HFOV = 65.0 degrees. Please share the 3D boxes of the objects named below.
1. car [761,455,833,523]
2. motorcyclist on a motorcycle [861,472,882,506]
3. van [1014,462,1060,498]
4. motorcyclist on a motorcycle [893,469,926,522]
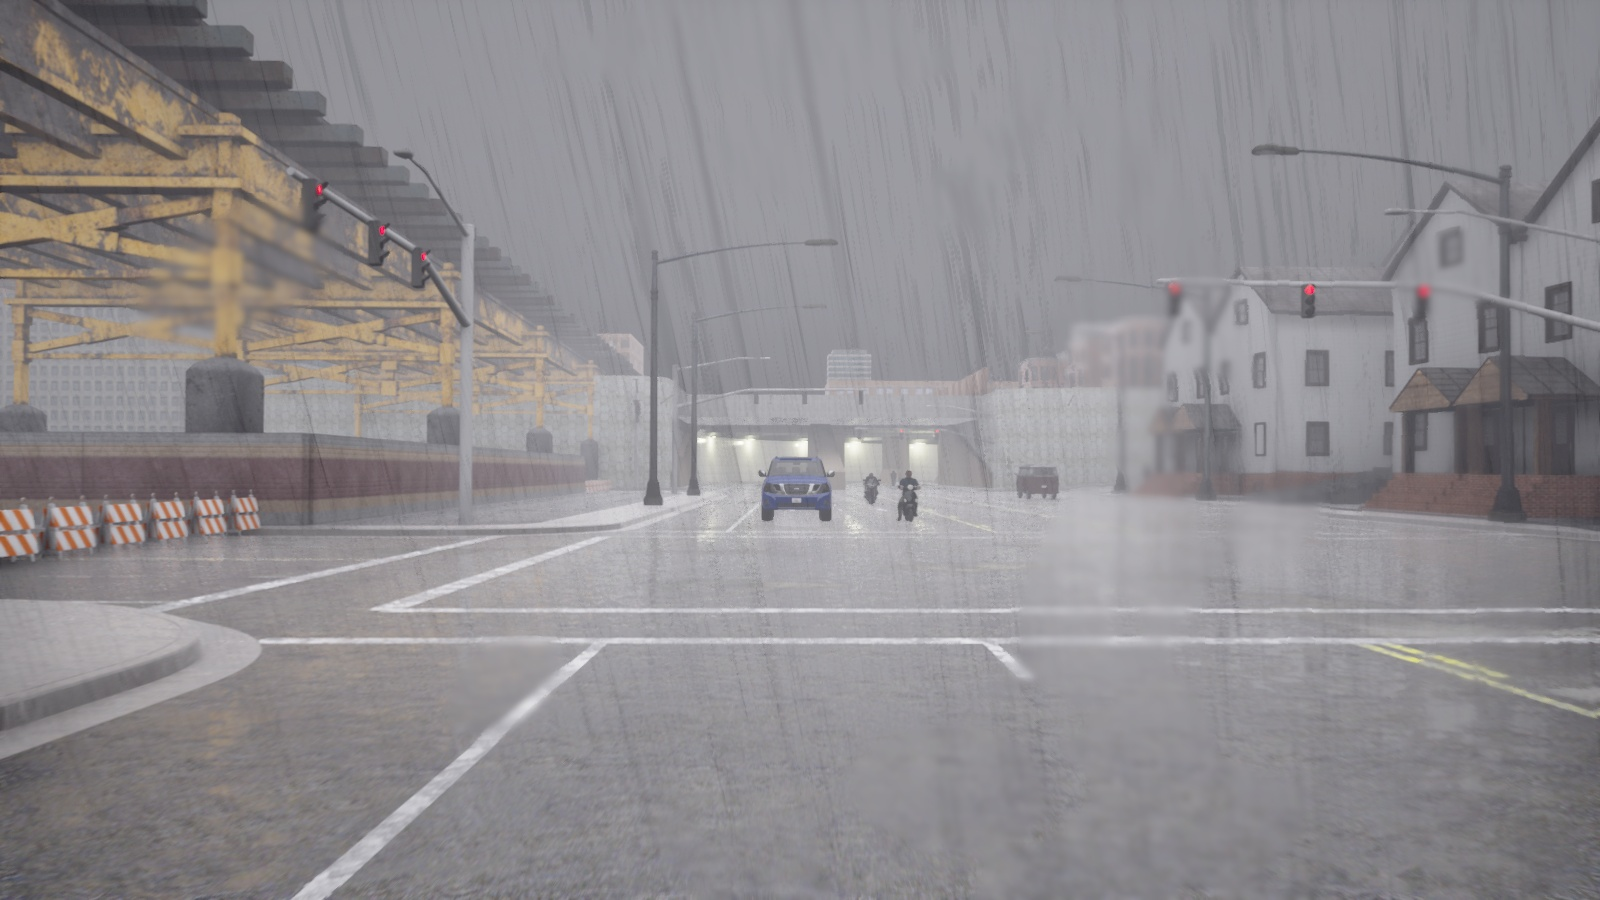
[{"bbox_3d":[-0.098,1.215,40.764,2.150,2.045,5.566,0,-1,0],"label":"car"},{"bbox_3d":[3.361,1.824,59.057,0.866,1.530,2.191,0,-1,0],"label":"motorcyclist on a motorcycle"},{"bbox_3d":[13.854,1.743,73.571,1.775,1.987,4.442,0,-1,-1],"label":"van"},{"bbox_3d":[3.408,1.411,39.292,0.866,1.590,1.817,0,-1,0],"label":"motorcyclist on a motorcycle"}]
